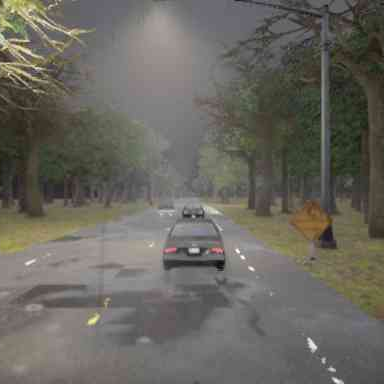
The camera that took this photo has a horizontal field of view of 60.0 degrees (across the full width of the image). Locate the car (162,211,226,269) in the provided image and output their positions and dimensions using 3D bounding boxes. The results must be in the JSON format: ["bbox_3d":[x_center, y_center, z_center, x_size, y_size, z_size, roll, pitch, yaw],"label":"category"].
[{"bbox_3d":[0.076,1.579,11.171,2.033,1.411,5.357,0,0,1],"label":"car"}]

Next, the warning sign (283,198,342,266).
[{"bbox_3d":[3.540,1.143,9.912,1.300,1.860,1.060,-1,-2,0],"label":"warning sign"}]

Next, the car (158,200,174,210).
[{"bbox_3d":[-3.522,1.804,46.362,1.994,1.385,4.181,0,-1,0],"label":"car"}]

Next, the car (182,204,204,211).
[{"bbox_3d":[0.120,1.706,29.451,1.895,1.301,4.718,0,0,0],"label":"car"}]
